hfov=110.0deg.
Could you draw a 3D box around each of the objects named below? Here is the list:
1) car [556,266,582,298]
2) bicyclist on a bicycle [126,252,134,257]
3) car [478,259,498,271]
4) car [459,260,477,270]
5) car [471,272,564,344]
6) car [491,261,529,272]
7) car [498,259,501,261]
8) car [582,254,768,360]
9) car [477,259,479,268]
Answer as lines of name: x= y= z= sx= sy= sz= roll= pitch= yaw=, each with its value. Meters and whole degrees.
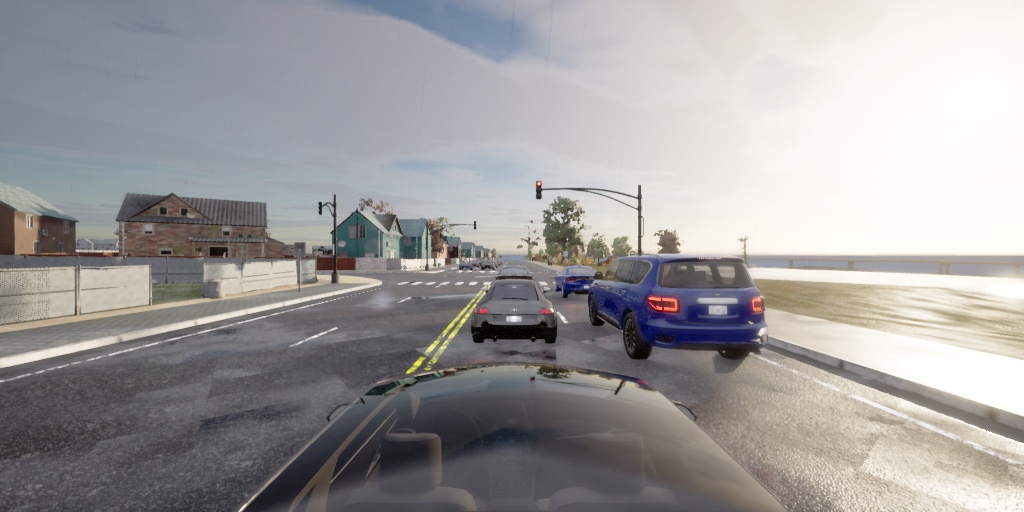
car: x=3.356 y=1.228 z=18.441 sx=1.882 sy=1.535 sz=5.008 roll=0 pitch=0 yaw=1
bicyclist on a bicycle: x=-29.604 y=0.544 z=27.779 sx=0.582 sy=1.620 sz=1.656 roll=1 pitch=0 yaw=-35
car: x=-3.321 y=1.281 z=51.147 sx=1.837 sy=1.490 sz=4.892 roll=0 pitch=0 yaw=0
car: x=-6.600 y=1.325 z=52.232 sx=2.033 sy=1.411 sz=5.357 roll=0 pitch=0 yaw=-2
car: x=0.088 y=1.314 z=9.659 sx=1.994 sy=1.385 sz=4.181 roll=0 pitch=0 yaw=1
car: x=0.107 y=1.228 z=18.599 sx=1.882 sy=1.535 sz=5.008 roll=0 pitch=0 yaw=0
car: x=-3.306 y=1.315 z=60.410 sx=1.812 sy=1.442 sz=4.674 roll=0 pitch=0 yaw=0
car: x=3.348 y=0.971 z=8.503 sx=2.150 sy=2.045 sz=5.566 roll=0 pitch=0 yaw=0
car: x=-6.549 y=1.339 z=62.425 sx=2.033 sy=1.411 sz=5.357 roll=0 pitch=0 yaw=0
